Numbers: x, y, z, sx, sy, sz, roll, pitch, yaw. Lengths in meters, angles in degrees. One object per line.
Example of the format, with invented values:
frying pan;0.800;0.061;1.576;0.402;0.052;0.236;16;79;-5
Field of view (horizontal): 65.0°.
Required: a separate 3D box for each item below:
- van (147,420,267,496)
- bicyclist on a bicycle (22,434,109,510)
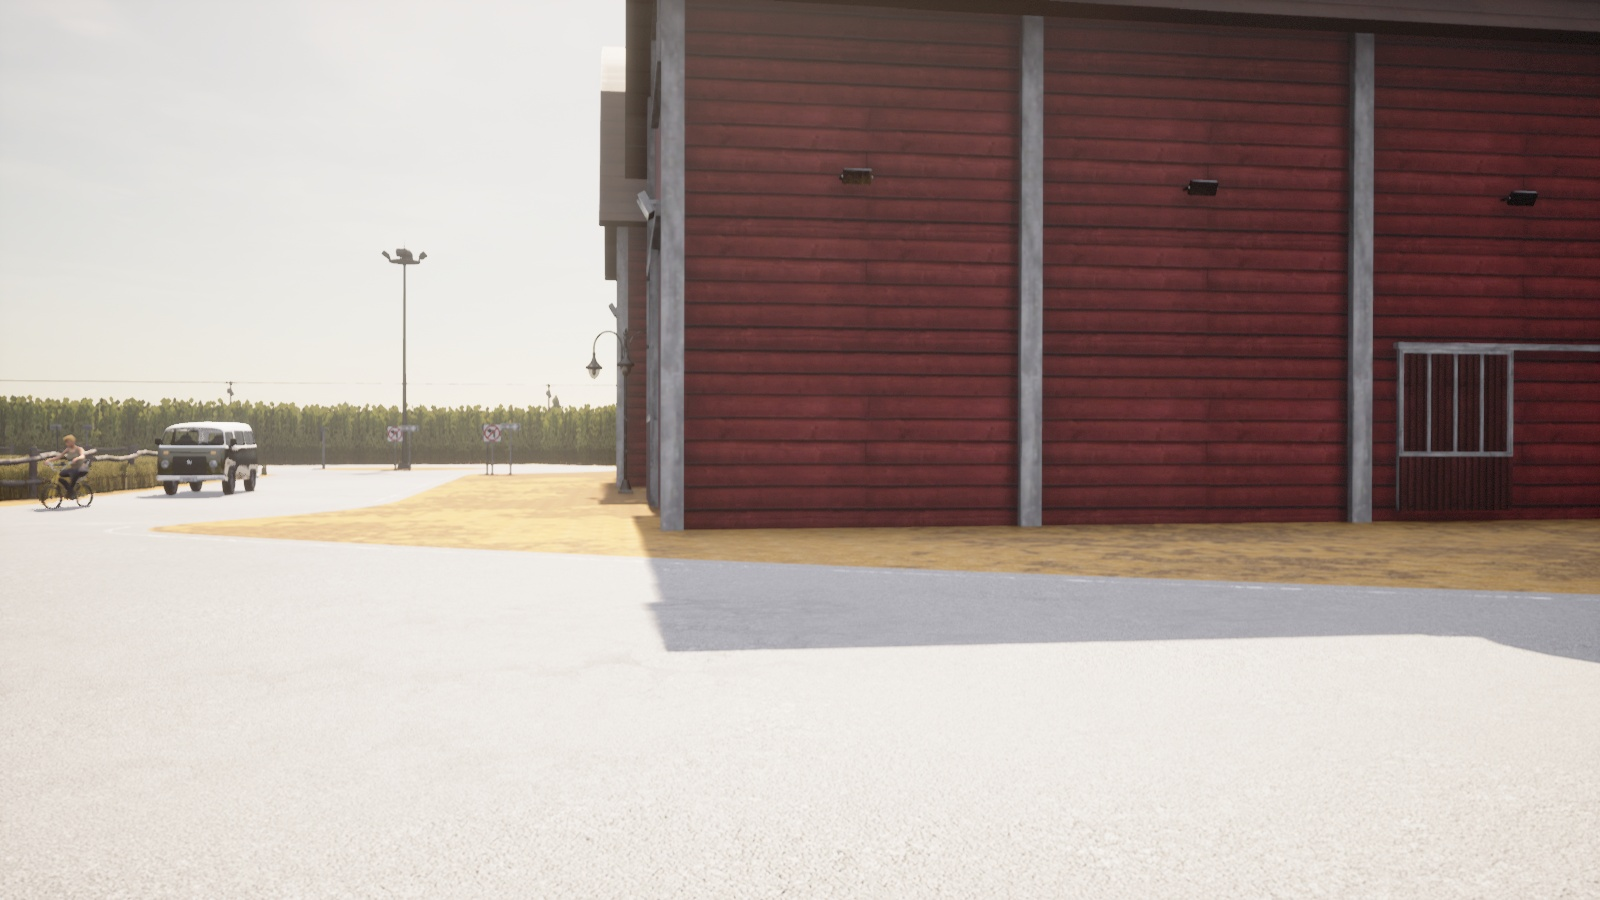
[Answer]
van;-16.781;0.202;35.778;2.069;2.038;4.480;0;0;-11
bicyclist on a bicycle;-16.068;0.465;27.514;0.866;1.612;1.509;0;0;10
